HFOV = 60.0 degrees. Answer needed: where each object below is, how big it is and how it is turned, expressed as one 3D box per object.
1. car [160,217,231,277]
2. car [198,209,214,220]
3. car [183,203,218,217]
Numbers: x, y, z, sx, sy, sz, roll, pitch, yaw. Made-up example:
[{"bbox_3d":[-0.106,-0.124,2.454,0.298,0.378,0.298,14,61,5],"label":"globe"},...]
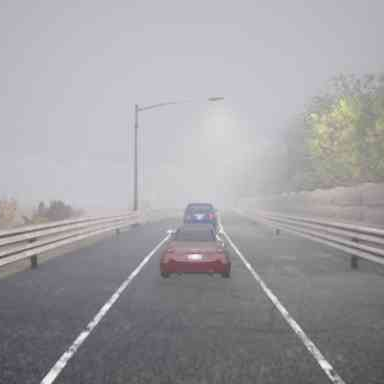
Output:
[{"bbox_3d":[0.118,1.717,10.711,1.994,1.385,4.181,0,-1,1],"label":"car"},{"bbox_3d":[1.790,2.791,42.215,1.895,1.301,4.718,0,-2,4],"label":"car"},{"bbox_3d":[0.585,1.749,22.628,2.150,2.045,5.566,0,-2,3],"label":"car"}]
